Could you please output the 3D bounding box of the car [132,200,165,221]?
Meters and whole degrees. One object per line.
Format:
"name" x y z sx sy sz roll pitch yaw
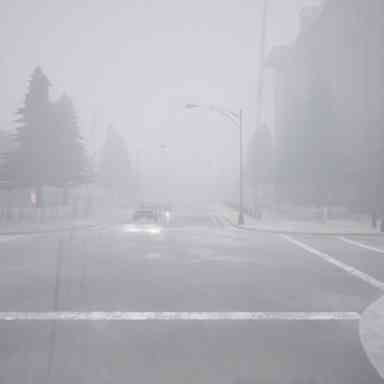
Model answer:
"car" -3.593 1.600 27.134 1.895 1.301 4.718 0 0 0

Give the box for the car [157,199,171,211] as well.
"car" -3.576 1.525 40.083 1.812 1.442 4.674 0 0 0
